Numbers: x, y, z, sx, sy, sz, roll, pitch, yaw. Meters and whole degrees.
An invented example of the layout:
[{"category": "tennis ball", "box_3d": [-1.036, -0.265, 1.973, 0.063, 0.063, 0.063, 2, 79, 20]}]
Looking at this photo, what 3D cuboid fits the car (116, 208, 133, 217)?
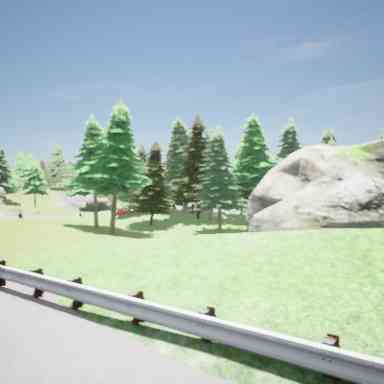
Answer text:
[{"category": "car", "box_3d": [-16.123, 4.944, 80.556, 2.150, 2.045, 5.566, -1, -4, 41]}]
